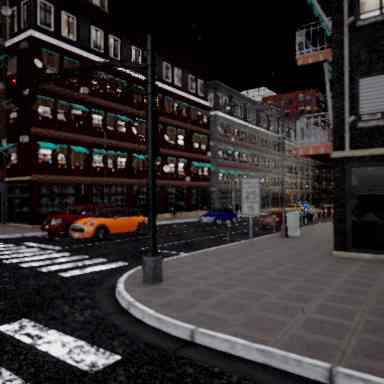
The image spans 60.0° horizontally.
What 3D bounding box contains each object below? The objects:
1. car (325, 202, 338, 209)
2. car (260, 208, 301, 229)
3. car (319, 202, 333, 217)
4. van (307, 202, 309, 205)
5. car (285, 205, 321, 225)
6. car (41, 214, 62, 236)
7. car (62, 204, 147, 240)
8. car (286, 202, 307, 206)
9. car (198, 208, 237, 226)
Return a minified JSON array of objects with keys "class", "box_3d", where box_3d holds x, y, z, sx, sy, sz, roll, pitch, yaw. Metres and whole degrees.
[{"class":"car","box_3d":[32.262,3.102,76.856,1.967,1.590,4.097,-2,-2,35]},{"class":"car","box_3d":[6.602,2.107,25.523,1.802,1.307,4.206,-2,-2,35]},{"class":"car","box_3d":[16.362,2.279,39.508,1.967,1.590,4.097,-2,-2,35]},{"class":"van","box_3d":[19.245,2.578,58.219,1.690,1.788,3.998,-2,-2,35]},{"class":"car","box_3d":[9.856,2.180,30.185,2.008,1.369,4.403,-2,-2,35]},{"class":"car","box_3d":[-6.788,1.715,20.939,2.192,1.841,5.009,-2,-2,35]},{"class":"car","box_3d":[-4.770,1.724,19.360,2.097,1.767,4.553,-1,-1,36]},{"class":"car","box_3d":[13.753,2.439,45.682,1.882,1.535,5.008,-1,-2,35]},{"class":"car","box_3d":[2.396,2.124,29.505,1.812,1.442,4.674,-1,-2,34]}]
